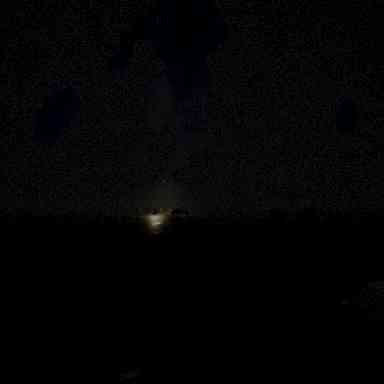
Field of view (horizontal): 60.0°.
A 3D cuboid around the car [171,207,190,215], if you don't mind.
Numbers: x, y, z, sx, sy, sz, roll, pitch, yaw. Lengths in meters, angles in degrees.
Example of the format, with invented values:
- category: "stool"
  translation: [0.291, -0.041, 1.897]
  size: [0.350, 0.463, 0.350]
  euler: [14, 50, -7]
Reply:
- category: "car"
  translation: [-2.314, 3.795, 65.299]
  size: [1.837, 1.490, 4.892]
  euler: [2, -4, -37]
